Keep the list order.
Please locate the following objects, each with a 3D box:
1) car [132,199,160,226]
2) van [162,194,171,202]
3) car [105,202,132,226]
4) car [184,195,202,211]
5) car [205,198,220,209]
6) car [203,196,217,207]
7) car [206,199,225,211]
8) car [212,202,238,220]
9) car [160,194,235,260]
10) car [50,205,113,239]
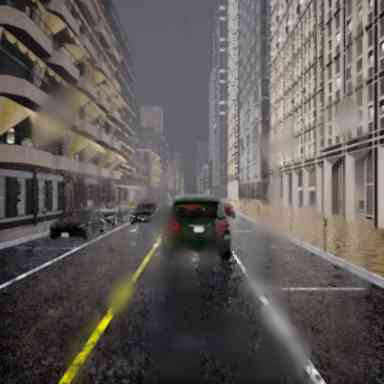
[{"bbox_3d":[-3.091,1.477,23.415,1.837,1.490,4.892,0,0,0],"label":"car"},{"bbox_3d":[-5.667,1.281,73.557,1.690,1.788,3.998,0,0,0],"label":"van"},{"bbox_3d":[-5.682,1.523,22.719,2.008,1.369,4.403,0,0,0],"label":"car"},{"bbox_3d":[0.113,1.309,40.228,2.097,1.767,4.553,0,0,0],"label":"car"},{"bbox_3d":[2.704,1.537,45.311,1.802,1.307,4.206,0,0,0],"label":"car"},{"bbox_3d":[2.706,1.392,50.959,1.967,1.590,4.097,0,0,0],"label":"car"},{"bbox_3d":[2.703,1.524,39.662,1.947,1.339,4.313,0,0,0],"label":"car"},{"bbox_3d":[2.699,1.549,28.365,1.802,1.307,4.206,0,0,0],"label":"car"},{"bbox_3d":[0.149,1.205,12.559,2.150,2.045,5.566,0,0,-1],"label":"car"},{"bbox_3d":[-5.685,1.545,17.071,1.947,1.339,4.313,0,0,0],"label":"car"}]
